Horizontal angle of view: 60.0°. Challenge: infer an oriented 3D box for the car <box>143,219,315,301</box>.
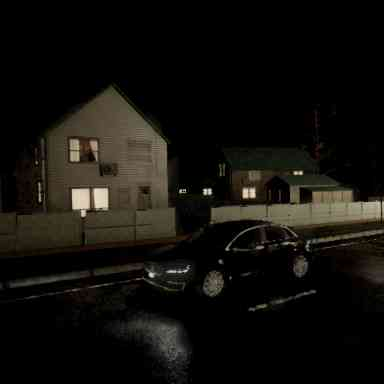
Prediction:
[{"bbox_3d":[1.124,1.501,8.453,4.892,1.490,1.837,0,0,-35],"label":"car"}]
